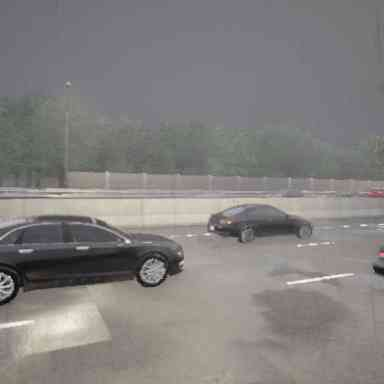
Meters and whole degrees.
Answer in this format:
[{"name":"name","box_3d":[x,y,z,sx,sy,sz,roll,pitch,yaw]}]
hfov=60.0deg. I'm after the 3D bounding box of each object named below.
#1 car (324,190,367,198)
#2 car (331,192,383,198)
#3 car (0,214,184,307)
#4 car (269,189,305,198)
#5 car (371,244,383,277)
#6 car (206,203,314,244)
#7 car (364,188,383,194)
[{"name":"car","box_3d":[15.918,0.839,35.609,4.892,1.490,1.837,1,1,-26]},{"name":"car","box_3d":[15.818,0.998,31.688,4.181,1.385,1.994,0,2,-26]},{"name":"car","box_3d":[-2.534,1.261,7.196,4.892,1.490,1.837,0,2,-26]},{"name":"car","box_3d":[11.835,0.459,41.395,4.553,1.767,2.097,0,2,-26]},{"name":"car","box_3d":[6.627,1.451,7.734,5.357,1.411,2.033,0,2,-26]},{"name":"car","box_3d":[2.826,1.206,13.667,4.674,1.442,1.812,0,2,-26]},{"name":"car","box_3d":[26.086,0.397,48.285,5.566,2.045,2.150,0,2,-25]}]
